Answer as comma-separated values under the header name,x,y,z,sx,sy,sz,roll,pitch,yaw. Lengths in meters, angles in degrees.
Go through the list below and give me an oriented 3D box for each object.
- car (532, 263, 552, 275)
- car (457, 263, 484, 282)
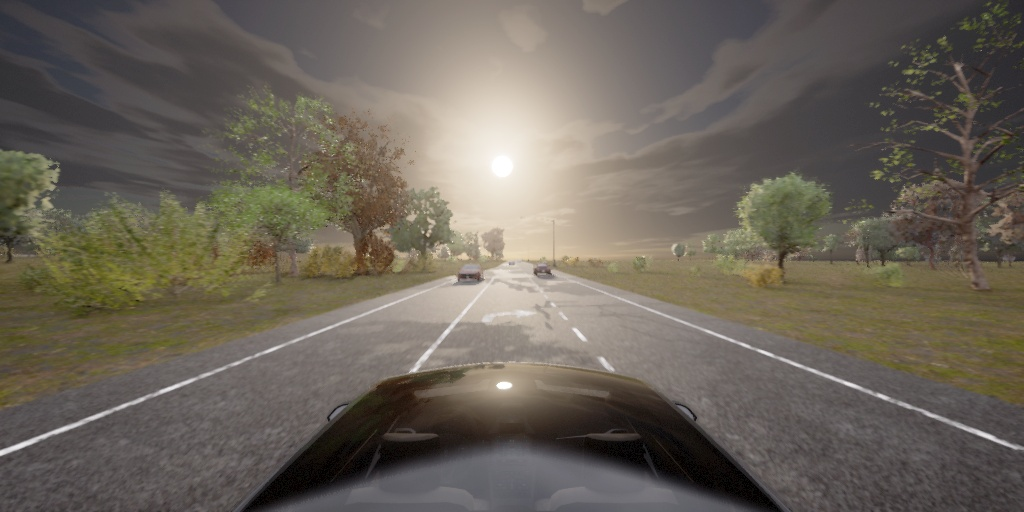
name,x,y,z,sx,sy,sz,roll,pitch,yaw
car,3.479,1.492,42.128,1.812,1.442,4.674,0,0,0
car,-3.517,1.412,31.123,1.882,1.535,5.008,0,0,0
